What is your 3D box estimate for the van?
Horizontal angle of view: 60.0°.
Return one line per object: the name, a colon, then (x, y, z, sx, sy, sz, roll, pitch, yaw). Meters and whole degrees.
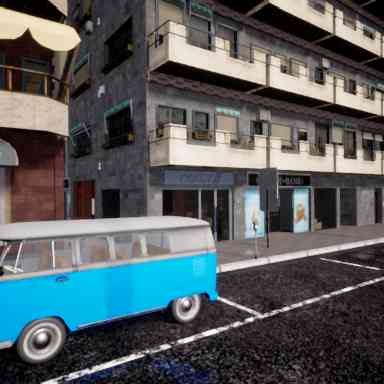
van: (-1.440, 1.341, 5.545, 3.998, 1.788, 1.690, 0, 0, -36)
